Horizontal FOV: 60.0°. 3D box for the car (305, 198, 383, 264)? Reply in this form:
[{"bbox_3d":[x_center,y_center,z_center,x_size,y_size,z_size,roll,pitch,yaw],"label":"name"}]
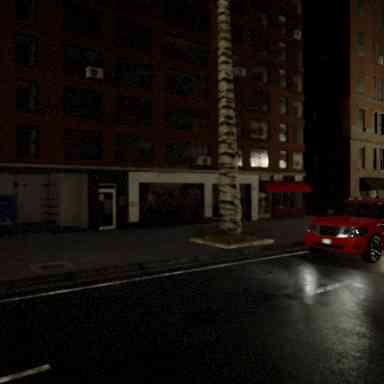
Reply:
[{"bbox_3d":[6.603,1.251,12.335,5.566,2.045,2.150,0,0,-35],"label":"car"}]
